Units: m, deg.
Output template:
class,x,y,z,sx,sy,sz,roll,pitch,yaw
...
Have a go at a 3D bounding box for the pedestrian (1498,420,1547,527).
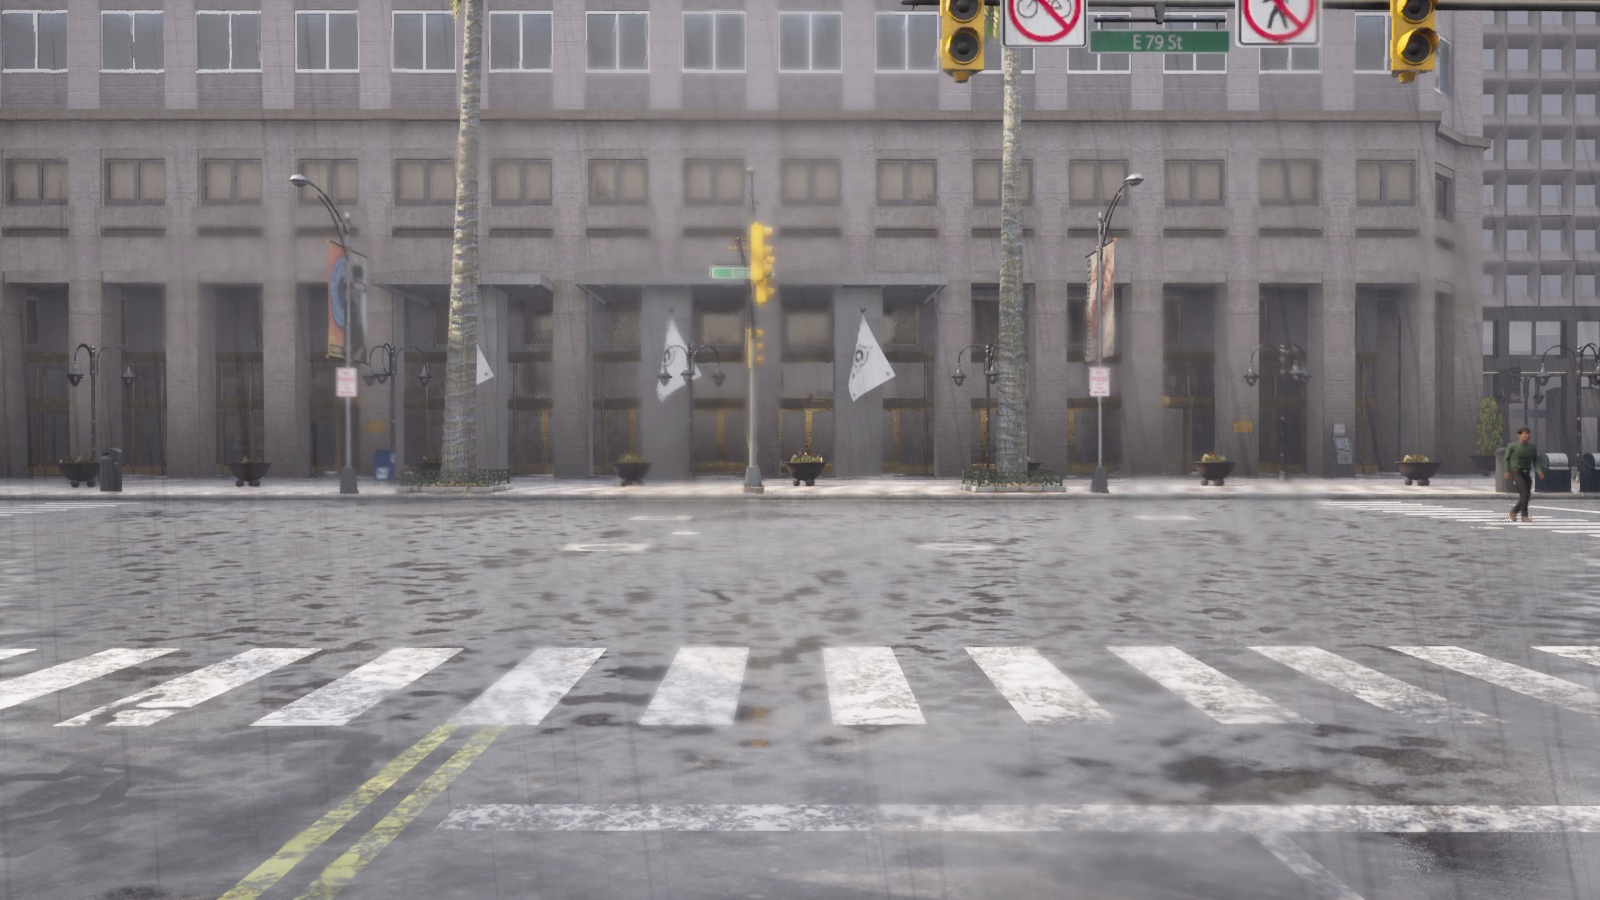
class,x,y,z,sx,sy,sz,roll,pitch,yaw
pedestrian,13.373,0.433,23.254,0.423,1.949,0.788,0,0,-2
